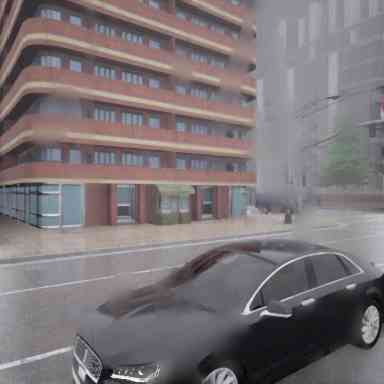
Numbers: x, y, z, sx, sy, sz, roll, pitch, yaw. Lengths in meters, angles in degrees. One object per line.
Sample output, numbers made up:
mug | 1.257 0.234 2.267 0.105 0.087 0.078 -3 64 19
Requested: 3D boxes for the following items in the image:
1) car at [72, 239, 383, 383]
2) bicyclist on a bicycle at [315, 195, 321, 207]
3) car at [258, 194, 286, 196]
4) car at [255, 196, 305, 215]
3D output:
car | 0.896 1.505 4.651 4.892 1.490 1.837 0 0 -36
bicyclist on a bicycle | 17.790 1.301 46.928 1.656 1.620 0.582 0 0 -36
car | 9.678 1.222 37.728 2.150 2.045 5.566 0 0 -36
car | 8.852 1.491 32.931 2.128 1.511 4.902 0 0 -36
